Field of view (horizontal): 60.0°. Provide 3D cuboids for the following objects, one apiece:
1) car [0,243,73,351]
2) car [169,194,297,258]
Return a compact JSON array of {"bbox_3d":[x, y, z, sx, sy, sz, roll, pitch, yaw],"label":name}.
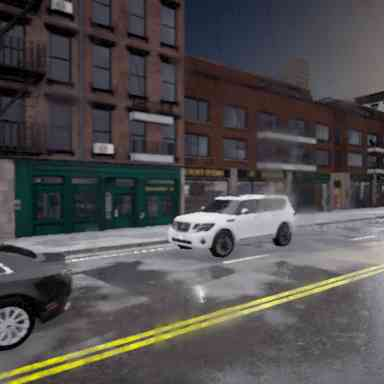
[{"bbox_3d":[-4.247,1.518,4.634,4.892,1.490,1.837,-1,1,-35],"label":"car"},{"bbox_3d":[1.785,1.134,12.915,5.566,2.045,2.150,-1,0,-38],"label":"car"}]
